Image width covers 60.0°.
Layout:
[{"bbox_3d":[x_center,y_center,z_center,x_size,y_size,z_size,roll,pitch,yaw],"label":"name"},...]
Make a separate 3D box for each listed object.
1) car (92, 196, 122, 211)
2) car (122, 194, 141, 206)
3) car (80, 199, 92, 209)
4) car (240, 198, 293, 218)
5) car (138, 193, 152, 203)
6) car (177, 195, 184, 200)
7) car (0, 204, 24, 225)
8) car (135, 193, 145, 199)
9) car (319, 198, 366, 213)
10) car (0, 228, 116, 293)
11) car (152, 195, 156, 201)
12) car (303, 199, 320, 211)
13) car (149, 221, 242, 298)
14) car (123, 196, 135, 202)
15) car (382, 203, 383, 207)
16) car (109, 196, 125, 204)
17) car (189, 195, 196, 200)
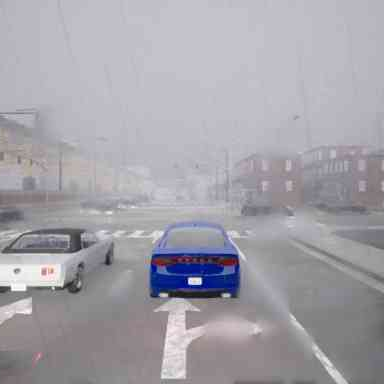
[{"bbox_3d":[-10.526,1.506,41.393,1.837,1.490,4.892,0,0,0],"label":"car"},{"bbox_3d":[-10.480,1.477,56.414,1.882,1.535,5.008,0,0,0],"label":"car"},{"bbox_3d":[-14.015,1.601,46.393,1.895,1.301,4.718,0,0,0],"label":"car"},{"bbox_3d":[6.531,1.352,29.322,4.553,1.767,2.097,0,0,9],"label":"car"},{"bbox_3d":[-10.377,1.225,69.479,2.150,2.045,5.566,0,0,0],"label":"car"},{"bbox_3d":[-3.335,1.500,93.308,1.837,1.490,4.892,0,0,0],"label":"car"},{"bbox_3d":[-14.057,1.564,24.232,1.994,1.385,4.181,0,0,0],"label":"car"},{"bbox_3d":[-13.842,1.115,88.911,1.837,1.490,4.892,0,0,0],"label":"car"},{"bbox_3d":[16.524,1.564,36.010,4.181,1.385,1.994,0,0,0],"label":"car"},{"bbox_3d":[-3.413,1.601,8.816,1.895,1.301,4.718,0,0,0],"label":"car"},{"bbox_3d":[-10.350,1.516,84.814,1.812,1.442,4.674,0,0,0],"label":"car"},{"bbox_3d":[15.782,1.491,39.514,4.902,1.511,2.128,0,0,0],"label":"car"},{"bbox_3d":[0.081,1.478,8.547,1.882,1.535,5.008,0,0,1],"label":"car"},{"bbox_3d":[-13.869,1.524,73.794,1.812,1.442,4.674,0,0,0],"label":"car"},{"bbox_3d":[25.773,1.221,39.495,5.566,2.045,2.150,0,0,0],"label":"car"},{"bbox_3d":[-13.946,1.525,62.000,1.812,1.442,4.674,0,0,1],"label":"car"},{"bbox_3d":[0.166,1.540,93.350,2.033,1.411,5.357,0,0,0],"label":"car"}]
